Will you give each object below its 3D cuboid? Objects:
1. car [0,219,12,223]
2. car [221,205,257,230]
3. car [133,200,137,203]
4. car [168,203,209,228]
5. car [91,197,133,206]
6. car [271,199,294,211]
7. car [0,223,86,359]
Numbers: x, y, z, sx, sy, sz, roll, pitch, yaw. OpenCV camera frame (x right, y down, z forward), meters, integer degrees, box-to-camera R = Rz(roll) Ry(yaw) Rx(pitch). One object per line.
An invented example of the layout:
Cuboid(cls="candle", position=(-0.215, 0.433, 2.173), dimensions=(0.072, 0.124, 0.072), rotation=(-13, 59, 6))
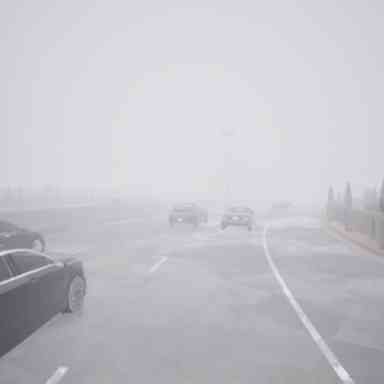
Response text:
Cuboid(cls="car", position=(-6.180, 1.478, 9.615), dimensions=(1.837, 1.490, 4.892), rotation=(0, 0, 6))
Cuboid(cls="car", position=(3.104, 1.568, 21.490), dimensions=(2.033, 1.411, 5.357), rotation=(0, 0, 15))
Cuboid(cls="car", position=(-9.842, 1.534, 46.800), dimensions=(2.033, 1.411, 5.357), rotation=(0, 0, 26))
Cuboid(cls="car", position=(-0.138, 1.497, 22.605), dimensions=(2.128, 1.511, 4.902), rotation=(0, 0, 15))
Cuboid(cls="car", position=(-8.134, 1.321, 32.848), dimensions=(2.097, 1.767, 4.553), rotation=(0, 0, 20))
Cuboid(cls="car", position=(11.110, 1.590, 41.056), dimensions=(1.812, 1.442, 4.674), rotation=(0, 0, 28))
Cuboid(cls="car", position=(-3.116, 1.478, 4.735), dimensions=(2.128, 1.511, 4.902), rotation=(0, 0, 3))
